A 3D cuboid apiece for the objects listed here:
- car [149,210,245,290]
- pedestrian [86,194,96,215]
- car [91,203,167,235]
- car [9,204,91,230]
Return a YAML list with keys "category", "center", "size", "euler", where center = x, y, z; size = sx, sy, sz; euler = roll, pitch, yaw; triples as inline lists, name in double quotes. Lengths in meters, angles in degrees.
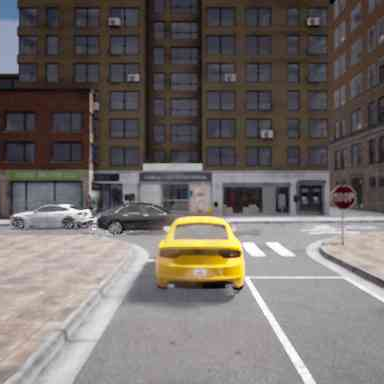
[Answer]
- category: "car"
  center: [0.226, 1.385, 8.881]
  size: [1.882, 1.535, 5.008]
  euler: [0, 0, 2]
- category: "pedestrian"
  center: [-6.874, 1.052, 22.617]
  size: [0.375, 1.860, 0.375]
  euler: [0, 0, 0]
- category: "car"
  center: [-2.243, 1.328, 16.743]
  size: [4.892, 1.490, 1.837]
  euler: [0, 0, 0]
- category: "car"
  center: [-8.276, 1.426, 19.706]
  size: [4.674, 1.442, 1.812]
  euler: [-1, 0, 0]
